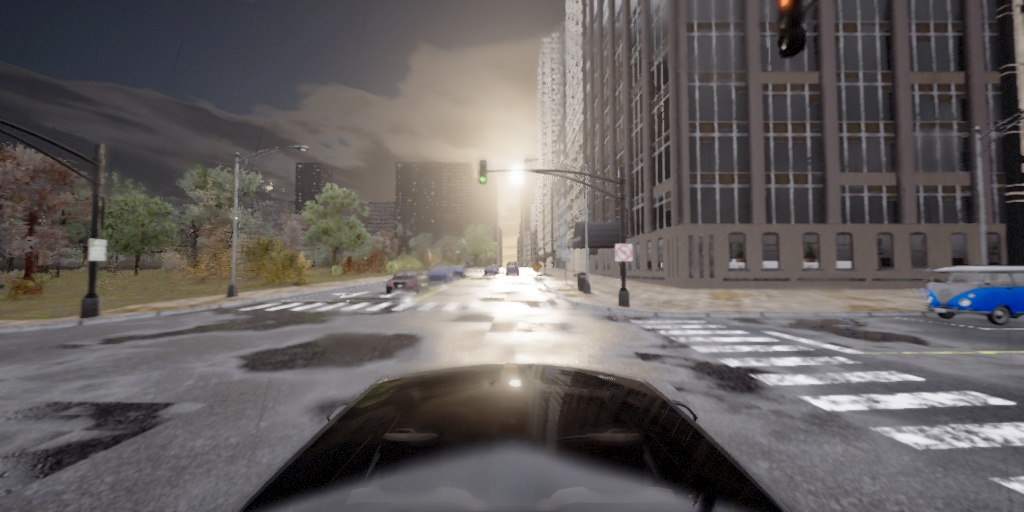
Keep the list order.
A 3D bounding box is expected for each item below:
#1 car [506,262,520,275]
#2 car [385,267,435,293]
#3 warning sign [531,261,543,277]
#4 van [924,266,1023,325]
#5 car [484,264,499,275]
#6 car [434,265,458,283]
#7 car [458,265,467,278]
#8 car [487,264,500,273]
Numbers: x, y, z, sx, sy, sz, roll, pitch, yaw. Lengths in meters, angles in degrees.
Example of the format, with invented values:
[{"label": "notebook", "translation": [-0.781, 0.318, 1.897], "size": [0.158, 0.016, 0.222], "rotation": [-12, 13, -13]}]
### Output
[{"label": "car", "translation": [0.103, 2.029, 53.666], "size": [1.882, 1.535, 5.008], "rotation": [0, -1, 0]}, {"label": "car", "translation": [-6.595, 1.616, 23.146], "size": [1.994, 1.385, 4.181], "rotation": [0, -1, 0]}, {"label": "warning sign", "translation": [2.852, 1.438, 40.533], "size": [1.300, 1.860, 1.060], "rotation": [0, 0, 0]}, {"label": "van", "translation": [15.943, 1.223, 11.593], "size": [3.998, 1.789, 1.690], "rotation": [0, 0, -1]}, {"label": "car", "translation": [-3.150, 2.098, 53.590], "size": [2.033, 1.411, 5.357], "rotation": [0, -1, 0]}, {"label": "car", "translation": [-6.595, 1.684, 33.276], "size": [1.882, 1.535, 5.008], "rotation": [0, -1, 0]}, {"label": "car", "translation": [-6.587, 1.852, 43.508], "size": [1.882, 1.535, 5.008], "rotation": [0, -1, 0]}, {"label": "car", "translation": [-3.213, 2.234, 63.898], "size": [2.128, 1.511, 4.902], "rotation": [0, -1, 0]}]
